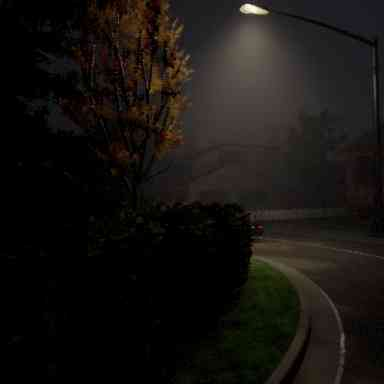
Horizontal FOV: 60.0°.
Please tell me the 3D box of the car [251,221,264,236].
[{"bbox_3d":[1.443,1.901,18.730,2.033,1.411,5.357,0,-2,-40],"label":"car"}]
